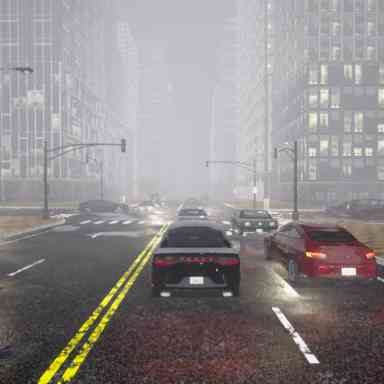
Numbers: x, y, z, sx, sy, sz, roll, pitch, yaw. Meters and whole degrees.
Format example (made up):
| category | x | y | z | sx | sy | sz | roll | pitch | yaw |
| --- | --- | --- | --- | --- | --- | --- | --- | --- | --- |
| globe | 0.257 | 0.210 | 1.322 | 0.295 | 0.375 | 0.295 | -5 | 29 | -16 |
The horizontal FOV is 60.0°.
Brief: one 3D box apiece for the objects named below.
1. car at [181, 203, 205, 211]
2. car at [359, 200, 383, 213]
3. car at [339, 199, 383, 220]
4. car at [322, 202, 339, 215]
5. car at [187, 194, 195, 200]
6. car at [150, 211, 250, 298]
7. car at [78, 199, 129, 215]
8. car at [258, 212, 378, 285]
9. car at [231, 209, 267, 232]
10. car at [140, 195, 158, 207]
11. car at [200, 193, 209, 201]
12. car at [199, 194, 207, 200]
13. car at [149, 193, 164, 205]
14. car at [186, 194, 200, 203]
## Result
| category | x | y | z | sx | sy | sz | roll | pitch | yaw |
| --- | --- | --- | --- | --- | --- | --- | --- | --- | --- |
| car | 0.044 | 1.538 | 18.412 | 2.033 | 1.411 | 5.357 | 0 | 0 | 0 |
| car | 21.700 | 1.643 | 37.515 | 4.829 | 1.417 | 1.752 | 1 | 0 | 1 |
| car | 16.115 | 1.519 | 29.213 | 5.009 | 1.841 | 2.192 | 1 | 0 | 1 |
| car | 16.196 | 1.637 | 35.002 | 4.674 | 1.442 | 1.812 | 1 | 1 | 1 |
| car | -0.267 | 1.387 | 90.790 | 1.882 | 1.535 | 5.008 | 0 | 0 | 0 |
| car | 0.071 | 1.474 | 8.591 | 1.882 | 1.535 | 5.008 | 0 | 0 | 0 |
| car | -8.832 | 1.428 | 33.268 | 4.892 | 1.490 | 1.837 | 0 | 2 | -13 |
| car | 3.323 | 1.521 | 9.355 | 1.812 | 1.442 | 4.674 | 0 | 0 | 0 |
| car | 3.296 | 1.591 | 18.474 | 1.895 | 1.301 | 4.718 | 0 | 0 | 0 |
| car | -6.740 | 1.528 | 50.687 | 1.994 | 1.385 | 4.181 | 0 | 0 | 0 |
| car | 3.015 | 1.143 | 79.993 | 2.150 | 2.045 | 5.566 | 0 | 0 | 0 |
| car | 2.984 | 1.267 | 90.381 | 2.128 | 1.511 | 4.902 | 0 | 0 | 0 |
| car | -6.752 | 1.175 | 59.720 | 2.150 | 2.045 | 5.566 | 0 | 0 | 0 |
| car | -0.092 | 1.516 | 60.634 | 1.994 | 1.385 | 4.181 | 0 | 0 | 0 |
